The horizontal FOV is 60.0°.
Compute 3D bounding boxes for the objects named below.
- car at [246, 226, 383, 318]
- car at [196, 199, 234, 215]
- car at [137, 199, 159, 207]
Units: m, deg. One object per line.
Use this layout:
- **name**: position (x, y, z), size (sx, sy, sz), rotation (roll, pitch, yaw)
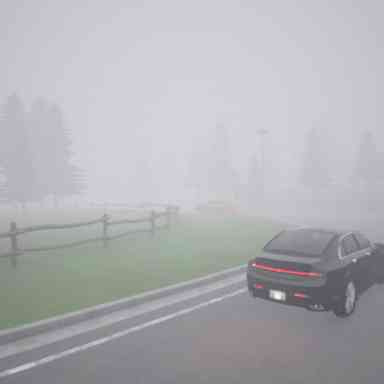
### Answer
- **car**: position (3.095, 1.541, 7.666), size (1.837, 1.490, 4.892), rotation (-1, 0, 41)
- **car**: position (2.567, 1.647, 38.356), size (4.553, 1.767, 2.097), rotation (-1, -1, 44)
- **car**: position (-8.311, 2.095, 62.777), size (5.008, 1.535, 1.882), rotation (-1, -1, 43)
